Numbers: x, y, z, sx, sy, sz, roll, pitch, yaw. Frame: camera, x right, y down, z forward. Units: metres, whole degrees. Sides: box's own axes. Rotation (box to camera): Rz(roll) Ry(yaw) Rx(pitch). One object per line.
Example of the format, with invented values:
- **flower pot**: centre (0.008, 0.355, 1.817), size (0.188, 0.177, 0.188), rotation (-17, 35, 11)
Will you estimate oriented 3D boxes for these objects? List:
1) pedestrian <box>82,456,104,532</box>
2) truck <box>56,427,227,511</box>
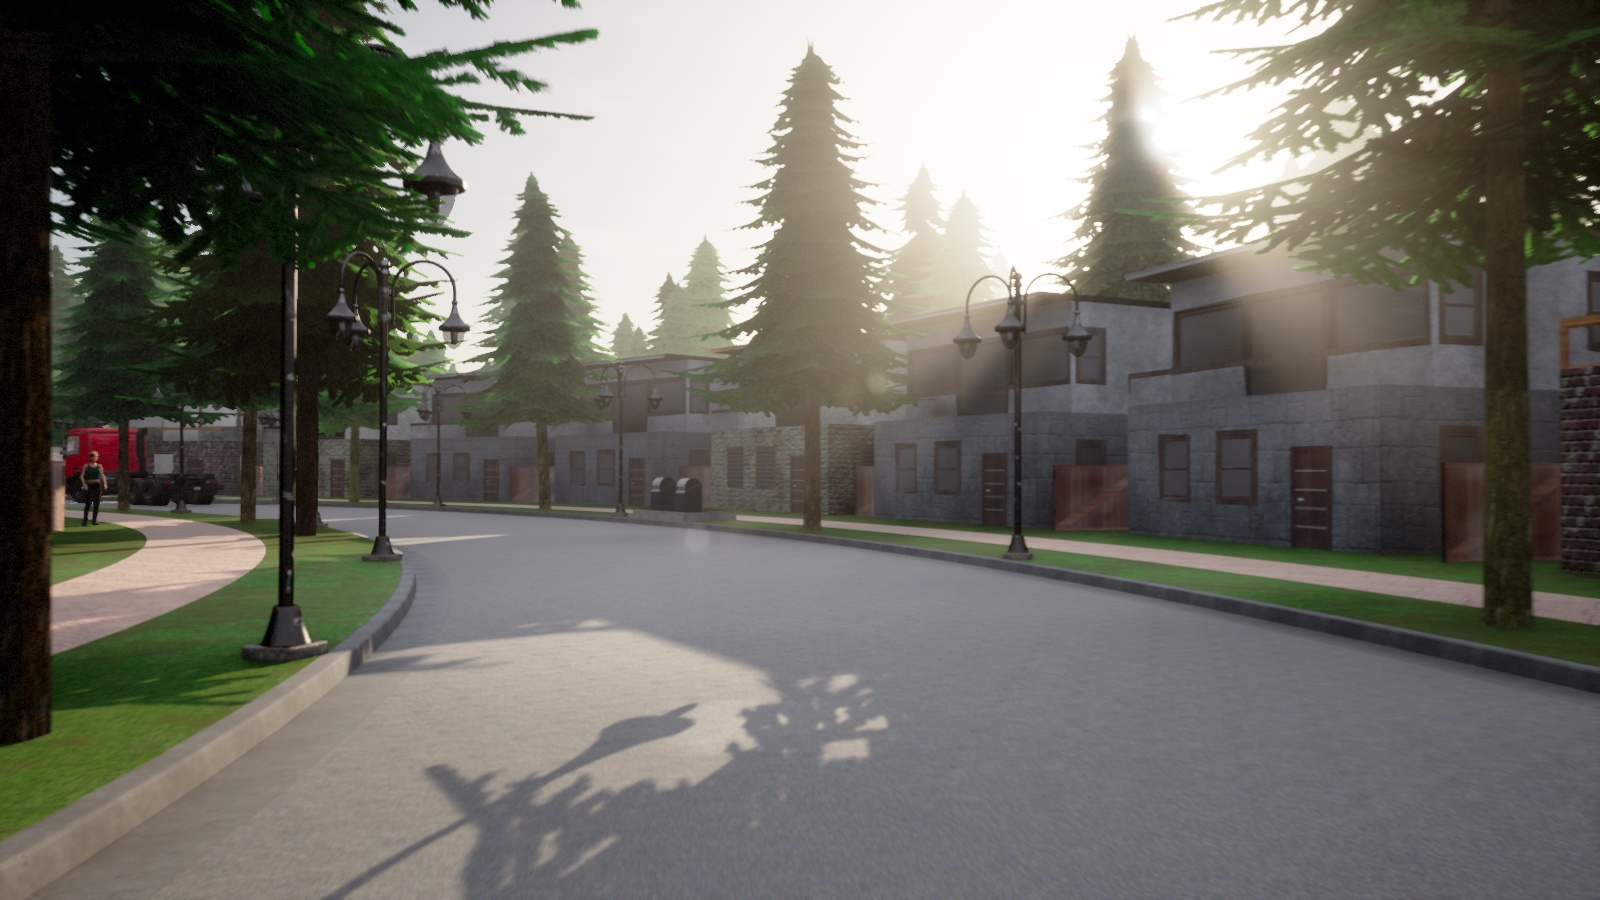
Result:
- **pedestrian**: centre (-17.280, 1.059, 30.701), size (0.345, 1.836, 0.594), rotation (1, -1, -42)
- **truck**: centre (-29.048, 0.884, 55.321), size (7.936, 3.462, 2.891), rotation (-1, -1, 30)
